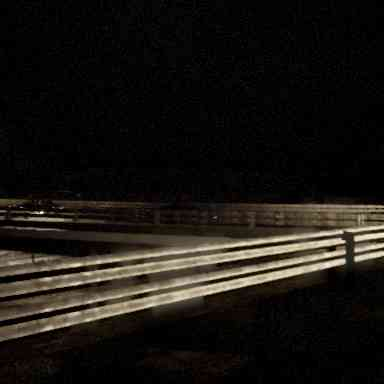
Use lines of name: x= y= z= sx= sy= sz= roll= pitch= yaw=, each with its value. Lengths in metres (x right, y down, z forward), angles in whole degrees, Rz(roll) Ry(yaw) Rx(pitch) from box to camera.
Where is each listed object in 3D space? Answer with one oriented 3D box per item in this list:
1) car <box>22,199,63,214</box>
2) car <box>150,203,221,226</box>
car: x=-16.133 y=1.539 z=35.850 sx=4.892 sy=1.490 sz=1.837 roll=0 pitch=0 yaw=25
car: x=-0.449 y=1.565 z=22.896 sx=4.892 sy=1.490 sz=1.837 roll=0 pitch=0 yaw=14
